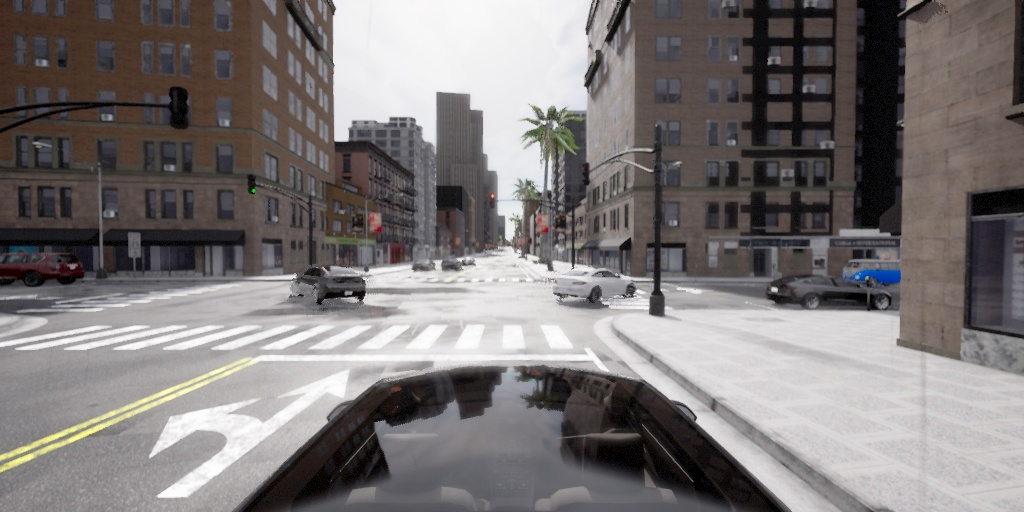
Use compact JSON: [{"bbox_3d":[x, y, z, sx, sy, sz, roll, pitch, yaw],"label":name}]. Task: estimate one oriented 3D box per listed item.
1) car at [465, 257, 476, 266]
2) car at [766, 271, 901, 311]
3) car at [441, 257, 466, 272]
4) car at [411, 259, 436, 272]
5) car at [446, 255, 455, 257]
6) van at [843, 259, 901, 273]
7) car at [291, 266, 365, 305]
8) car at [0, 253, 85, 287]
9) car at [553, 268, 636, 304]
[{"bbox_3d":[-6.958,0.892,58.056,2.128,1.511,4.902,0,0,0],"label":"car"},{"bbox_3d":[12.869,1.439,14.751,4.313,1.339,1.948,0,0,0],"label":"car"},{"bbox_3d":[-6.869,1.113,41.360,1.895,1.301,4.718,0,0,0],"label":"car"},{"bbox_3d":[-10.122,1.057,41.635,2.033,1.411,5.357,0,0,0],"label":"car"},{"bbox_3d":[-10.209,0.744,59.067,2.097,1.767,4.553,0,0,0],"label":"car"},{"bbox_3d":[23.850,1.128,23.292,3.998,1.789,1.690,0,0,0],"label":"van"},{"bbox_3d":[-8.208,1.180,16.001,1.837,1.490,4.892,2,-1,-45],"label":"car"},{"bbox_3d":[-27.271,0.730,19.963,5.009,1.841,2.192,0,0,-9],"label":"car"},{"bbox_3d":[3.805,1.250,16.343,4.674,1.442,1.812,0,0,-43],"label":"car"}]
